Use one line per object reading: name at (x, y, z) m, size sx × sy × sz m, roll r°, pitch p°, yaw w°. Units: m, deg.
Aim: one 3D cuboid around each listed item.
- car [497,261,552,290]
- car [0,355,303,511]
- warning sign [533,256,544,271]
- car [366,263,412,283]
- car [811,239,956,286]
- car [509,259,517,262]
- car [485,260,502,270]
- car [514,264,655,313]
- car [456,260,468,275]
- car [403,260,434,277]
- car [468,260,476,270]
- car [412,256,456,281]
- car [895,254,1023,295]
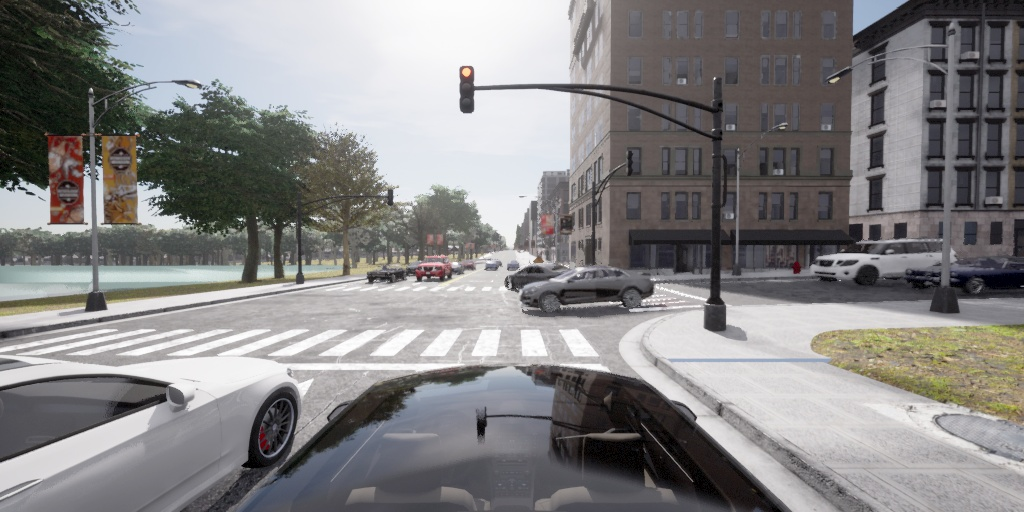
car at (1.494, 1.208, 20.336) m, size 1.837 × 1.490 × 4.892 m, roll -7°, pitch 3°, yaw -37°
car at (-3.167, 1.276, 1.922) m, size 1.812 × 1.442 × 4.674 m, roll 0°, pitch 0°, yaw 0°
warning sign at (2.934, 0.903, 39.872) m, size 1.300 × 1.860 × 1.060 m, roll 0°, pitch 0°, yaw 0°
car at (-9.792, 1.366, 28.469) m, size 1.895 × 1.301 × 4.718 m, roll 0°, pitch 0°, yaw 0°
car at (17.494, 0.248, 16.947) m, size 5.566 × 2.045 × 2.150 m, roll -2°, pitch 1°, yaw 0°
car at (0.215, 1.372, 54.582) m, size 2.033 × 1.411 × 5.357 m, roll 0°, pitch 0°, yaw 0°
car at (-3.034, 1.372, 54.542) m, size 2.033 × 1.411 × 5.357 m, roll 0°, pitch 0°, yaw 0°
car at (2.708, 1.153, 13.267) m, size 4.902 × 1.511 × 2.128 m, roll -3°, pitch 0°, yaw -3°
car at (-6.510, 1.352, 40.047) m, size 1.994 × 1.385 × 4.181 m, roll 0°, pitch 0°, yaw 1°
car at (-9.768, 1.261, 37.893) m, size 1.882 × 1.535 × 5.008 m, roll 0°, pitch 0°, yaw 0°
car at (-6.470, 1.299, 52.918) m, size 1.882 × 1.535 × 5.008 m, roll 0°, pitch 0°, yaw 0°
car at (-6.537, 0.990, 30.659) m, size 2.150 × 2.045 × 5.566 m, roll 0°, pitch 0°, yaw 0°
car at (18.113, 0.682, 13.709) m, size 4.718 × 1.301 × 1.895 m, roll -2°, pitch 1°, yaw 0°
